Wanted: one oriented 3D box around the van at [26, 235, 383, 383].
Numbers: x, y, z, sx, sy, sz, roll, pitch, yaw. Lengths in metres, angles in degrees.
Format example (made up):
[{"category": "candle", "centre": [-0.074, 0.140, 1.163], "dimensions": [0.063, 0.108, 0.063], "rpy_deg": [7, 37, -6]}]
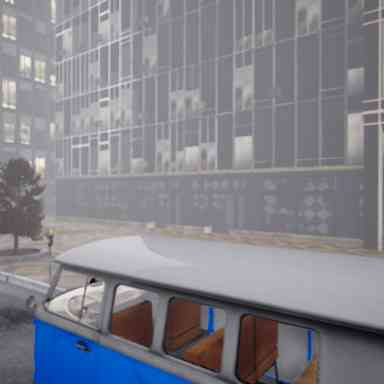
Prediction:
[{"category": "van", "centre": [0.353, 1.344, 2.618], "dimensions": [3.998, 1.788, 1.690], "rpy_deg": [0, 0, 36]}]
